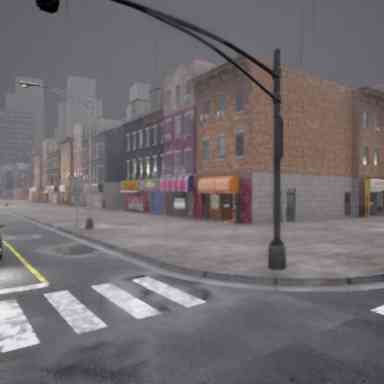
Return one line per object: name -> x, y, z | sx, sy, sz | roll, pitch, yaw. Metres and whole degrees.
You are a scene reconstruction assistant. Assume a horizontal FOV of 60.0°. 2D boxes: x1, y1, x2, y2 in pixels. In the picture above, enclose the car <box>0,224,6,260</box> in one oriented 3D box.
car -> -7.881, 1.509, 11.685 | 1.837, 1.490, 4.892 | 0, 0, -36
